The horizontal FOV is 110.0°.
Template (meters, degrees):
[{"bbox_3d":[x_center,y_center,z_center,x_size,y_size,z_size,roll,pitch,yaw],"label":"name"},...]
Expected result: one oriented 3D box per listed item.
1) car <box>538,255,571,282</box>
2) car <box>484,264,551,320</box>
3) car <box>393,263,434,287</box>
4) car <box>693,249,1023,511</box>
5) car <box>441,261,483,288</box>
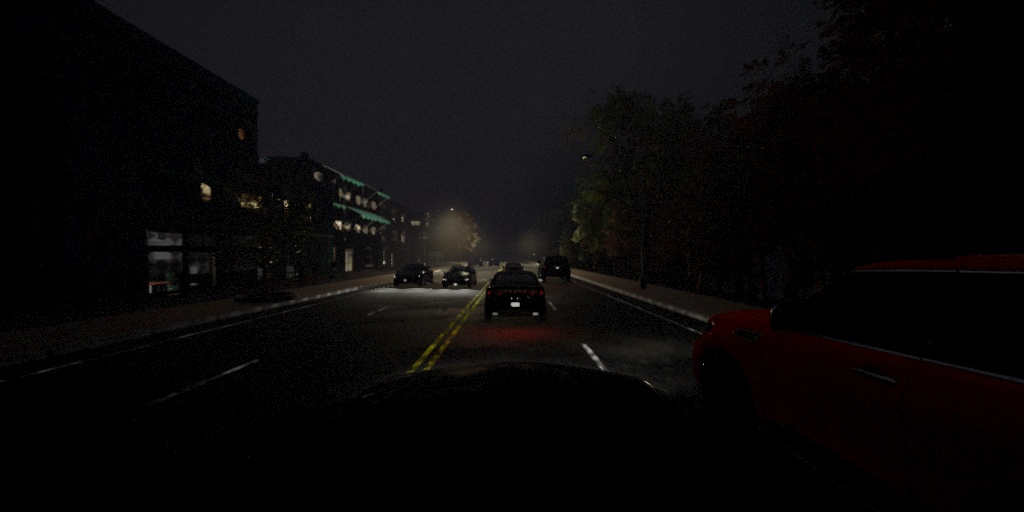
[{"bbox_3d":[3.344,0.973,29.060,2.150,2.045,5.566,0,0,0],"label":"car"},{"bbox_3d":[0.098,1.228,12.697,1.882,1.535,5.008,0,0,0],"label":"car"},{"bbox_3d":[-6.604,1.255,24.530,1.837,1.490,4.892,0,0,0],"label":"car"},{"bbox_3d":[3.361,0.972,2.192,2.150,2.045,5.566,0,0,0],"label":"car"},{"bbox_3d":[-3.356,1.298,23.906,2.033,1.411,5.357,0,0,0],"label":"car"}]
